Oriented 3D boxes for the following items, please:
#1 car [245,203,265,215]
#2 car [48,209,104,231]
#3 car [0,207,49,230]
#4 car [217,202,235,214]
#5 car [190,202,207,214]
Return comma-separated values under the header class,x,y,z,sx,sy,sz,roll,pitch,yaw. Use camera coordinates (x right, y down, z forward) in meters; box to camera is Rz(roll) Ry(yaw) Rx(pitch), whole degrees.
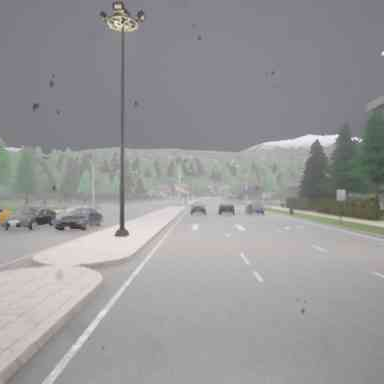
class,x,y,z,sx,sy,sz,roll,pitch,yaw
car,7.757,2.044,41.365,2.033,1.411,5.357,0,-1,1
car,-7.623,1.880,23.140,2.033,1.411,5.357,0,-1,1
car,-11.122,1.794,23.213,2.128,1.511,4.902,0,-1,1
car,4.275,1.978,42.028,1.882,1.535,5.008,0,0,1
car,0.769,2.019,41.775,1.812,1.442,4.674,0,0,1
